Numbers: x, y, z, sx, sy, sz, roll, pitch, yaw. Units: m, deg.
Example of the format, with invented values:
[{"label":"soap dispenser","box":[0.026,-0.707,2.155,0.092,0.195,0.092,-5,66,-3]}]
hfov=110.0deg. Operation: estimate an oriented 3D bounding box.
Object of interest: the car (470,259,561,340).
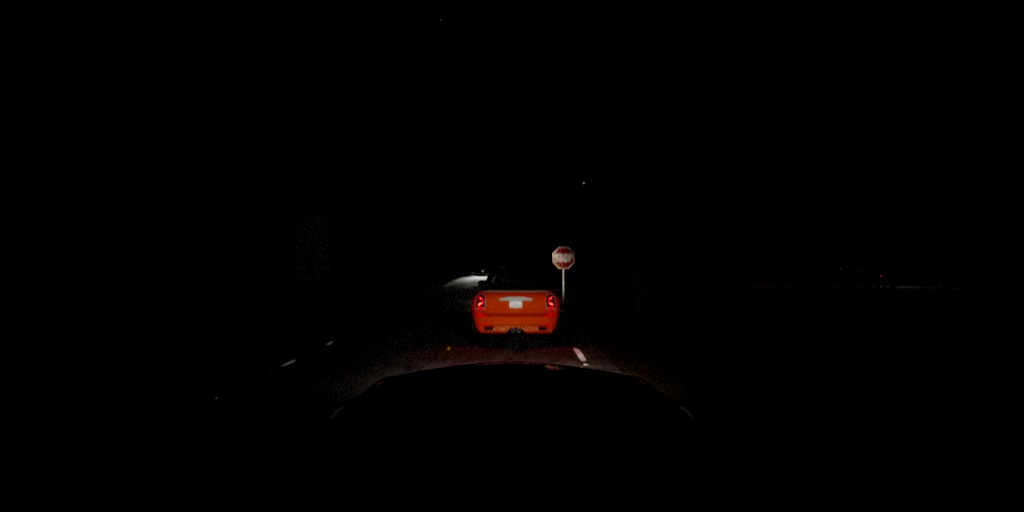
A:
[{"label":"car","box":[0.085,1.087,10.066,2.097,1.767,4.553,0,0,0]}]

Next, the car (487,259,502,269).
[{"label":"car","box":[-2.873,1.311,59.031,2.128,1.511,4.902,0,0,1]}]

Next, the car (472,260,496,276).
[{"label":"car","box":[-2.893,1.226,37.876,2.128,1.511,4.902,0,0,0]}]

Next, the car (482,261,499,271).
[{"label":"car","box":[-2.898,1.335,48.897,1.994,1.385,4.181,0,0,0]}]

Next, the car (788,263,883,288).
[{"label":"car","box":[20.389,1.186,22.688,5.008,1.535,1.882,0,-2,0]}]

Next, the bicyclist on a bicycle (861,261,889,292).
[{"label":"bicyclist on a bicycle","box":[19.890,1.119,19.613,0.582,1.620,1.656,0,0,0]}]
